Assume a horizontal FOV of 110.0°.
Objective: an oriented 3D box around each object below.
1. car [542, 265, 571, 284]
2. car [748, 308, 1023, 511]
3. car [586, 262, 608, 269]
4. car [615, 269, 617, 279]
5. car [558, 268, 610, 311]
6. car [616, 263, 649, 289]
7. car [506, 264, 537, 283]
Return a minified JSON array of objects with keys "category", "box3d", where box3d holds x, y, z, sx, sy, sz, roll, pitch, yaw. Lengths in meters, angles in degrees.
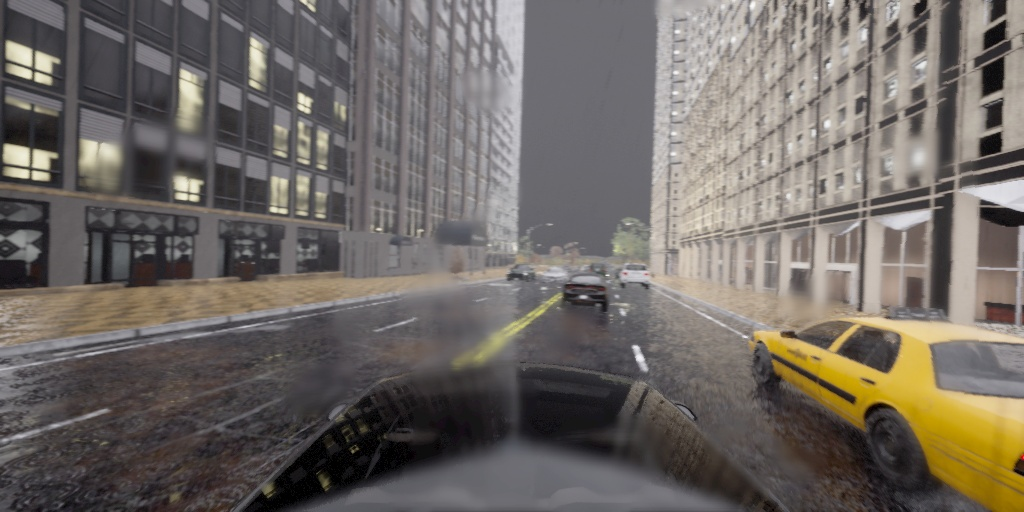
[{"category":"car","box3d":[3.976,1.774,32.467,1.812,1.442,4.674,2,-1,15]},{"category":"car","box3d":[4.768,1.409,4.466,1.801,1.575,5.366,2,-1,14]},{"category":"car","box3d":[11.007,1.873,45.973,2.150,2.045,5.566,2,0,14]},{"category":"car","box3d":[14.521,2.136,46.709,2.097,1.767,4.553,2,-1,15]},{"category":"car","box3d":[3.464,1.526,16.622,1.882,1.535,5.008,2,-1,14]},{"category":"car","box3d":[10.426,1.674,30.749,2.150,2.045,5.566,2,-2,15]},{"category":"car","box3d":[0.952,1.506,33.719,2.097,1.767,4.553,2,-1,15]}]
